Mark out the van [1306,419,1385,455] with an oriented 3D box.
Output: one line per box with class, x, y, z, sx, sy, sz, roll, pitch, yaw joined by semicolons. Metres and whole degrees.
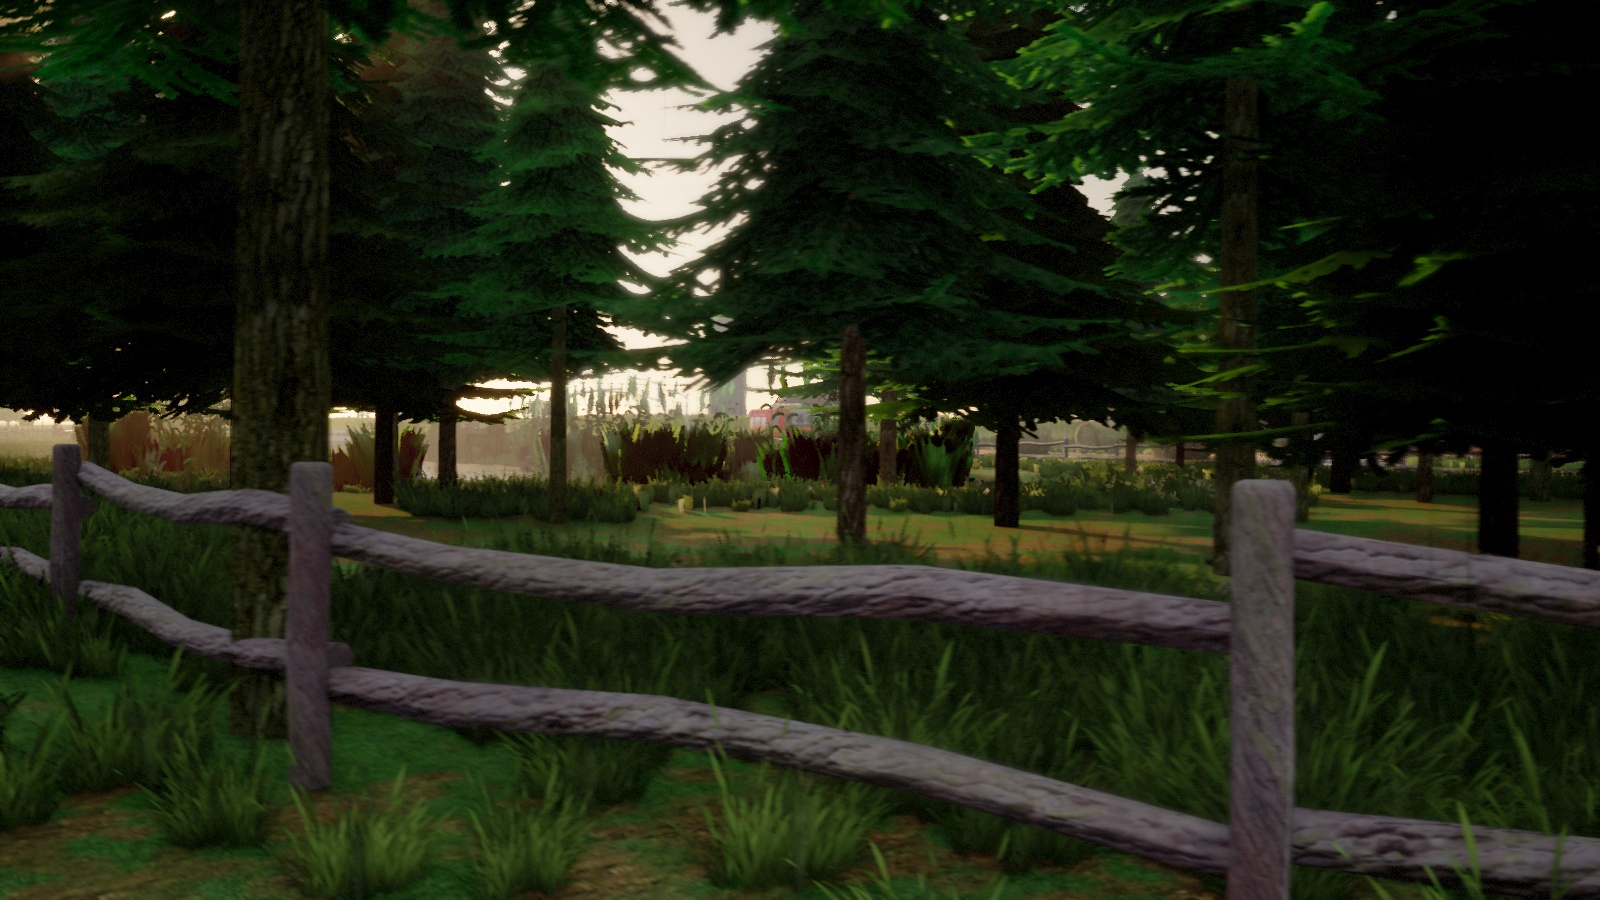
van;31.564;-0.741;72.630;4.442;1.987;1.775;-1;1;-28
